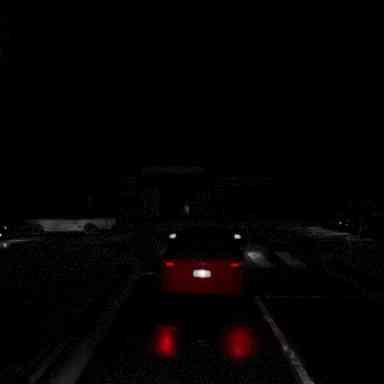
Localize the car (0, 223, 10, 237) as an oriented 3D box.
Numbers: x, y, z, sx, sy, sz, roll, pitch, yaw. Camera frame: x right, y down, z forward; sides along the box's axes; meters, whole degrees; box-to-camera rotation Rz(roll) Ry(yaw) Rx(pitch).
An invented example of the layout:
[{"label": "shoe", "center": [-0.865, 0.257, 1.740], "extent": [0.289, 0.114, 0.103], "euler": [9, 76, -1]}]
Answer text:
[{"label": "car", "center": [-11.624, 1.661, 15.612], "extent": [5.357, 1.411, 2.033], "euler": [-1, -1, 0]}]

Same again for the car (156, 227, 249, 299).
[{"label": "car", "center": [0.326, 1.579, 8.538], "extent": [1.994, 1.385, 4.181], "euler": [0, 0, 4]}]

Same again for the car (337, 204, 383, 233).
[{"label": "car", "center": [10.663, 1.458, 18.470], "extent": [4.892, 1.490, 1.837], "euler": [-1, -1, 0]}]

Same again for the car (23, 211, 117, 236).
[{"label": "car", "center": [-6.747, 1.721, 18.540], "extent": [4.718, 1.301, 1.895], "euler": [-1, -1, 0]}]
